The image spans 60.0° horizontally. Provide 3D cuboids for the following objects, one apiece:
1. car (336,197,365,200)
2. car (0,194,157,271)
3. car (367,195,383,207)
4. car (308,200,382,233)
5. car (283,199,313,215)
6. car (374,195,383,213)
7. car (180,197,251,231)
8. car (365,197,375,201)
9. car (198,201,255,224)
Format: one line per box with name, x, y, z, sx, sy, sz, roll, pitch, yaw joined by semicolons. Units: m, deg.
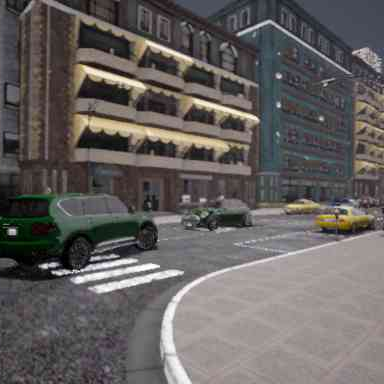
car;14.583;1.334;32.034;4.674;1.442;1.812;0;0;-44
car;-3.319;1.089;10.739;2.150;2.045;5.566;-2;-1;26
car;26.606;1.200;47.063;4.097;1.590;1.967;0;1;-44
car;8.482;1.369;18.217;4.829;1.417;1.752;0;1;-44
car;10.438;1.339;31.658;4.829;1.417;1.752;0;1;-44
car;20.453;1.291;33.223;4.902;1.511;2.128;0;0;-44
car;1.469;1.199;19.549;4.553;1.767;2.097;0;0;-44
car;22.594;1.319;43.242;4.507;1.381;1.887;0;1;-44
car;2.539;1.419;24.130;4.206;1.307;1.802;0;1;-44
